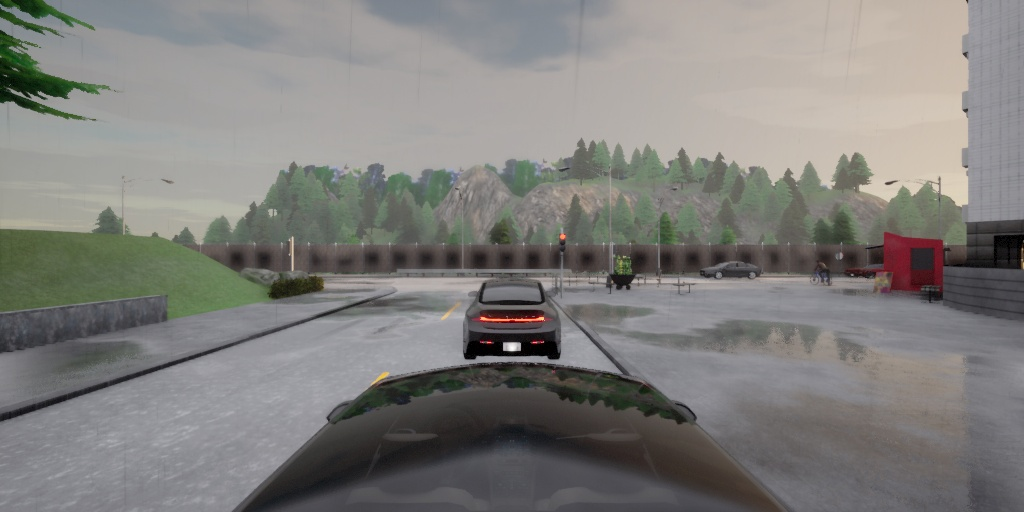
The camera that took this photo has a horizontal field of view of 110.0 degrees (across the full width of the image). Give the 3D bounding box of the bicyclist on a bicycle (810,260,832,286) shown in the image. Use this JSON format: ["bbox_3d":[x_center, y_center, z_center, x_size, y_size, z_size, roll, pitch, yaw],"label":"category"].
[{"bbox_3d":[19.804,1.099,22.992,0.582,1.620,1.656,0,0,-1],"label":"bicyclist on a bicycle"}]

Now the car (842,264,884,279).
[{"bbox_3d":[32.082,1.351,31.498,4.718,1.301,1.895,0,0,0],"label":"car"}]

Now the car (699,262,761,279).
[{"bbox_3d":[19.046,1.255,31.384,4.892,1.490,1.837,0,0,-1],"label":"car"}]

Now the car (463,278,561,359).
[{"bbox_3d":[-0.001,1.255,8.357,1.837,1.490,4.892,0,0,0],"label":"car"}]
